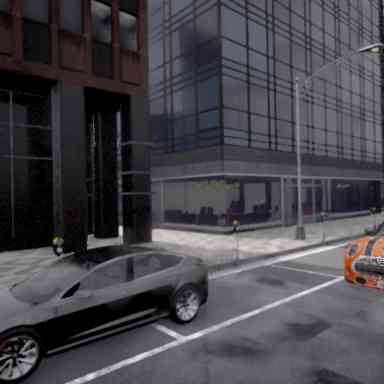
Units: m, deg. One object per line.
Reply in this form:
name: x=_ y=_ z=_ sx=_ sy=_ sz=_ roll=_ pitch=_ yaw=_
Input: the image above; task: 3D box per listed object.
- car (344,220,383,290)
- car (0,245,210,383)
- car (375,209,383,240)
car: x=5.724 y=1.340 z=8.455 sx=4.553 sy=1.767 sz=2.097 roll=-1 pitch=-1 yaw=-41
car: x=-1.584 y=1.659 z=5.603 sx=4.313 sy=1.339 sz=1.947 roll=-1 pitch=-1 yaw=-41
car: x=11.067 y=1.518 z=16.667 sx=4.507 sy=1.381 sz=1.887 roll=-1 pitch=-1 yaw=-41
